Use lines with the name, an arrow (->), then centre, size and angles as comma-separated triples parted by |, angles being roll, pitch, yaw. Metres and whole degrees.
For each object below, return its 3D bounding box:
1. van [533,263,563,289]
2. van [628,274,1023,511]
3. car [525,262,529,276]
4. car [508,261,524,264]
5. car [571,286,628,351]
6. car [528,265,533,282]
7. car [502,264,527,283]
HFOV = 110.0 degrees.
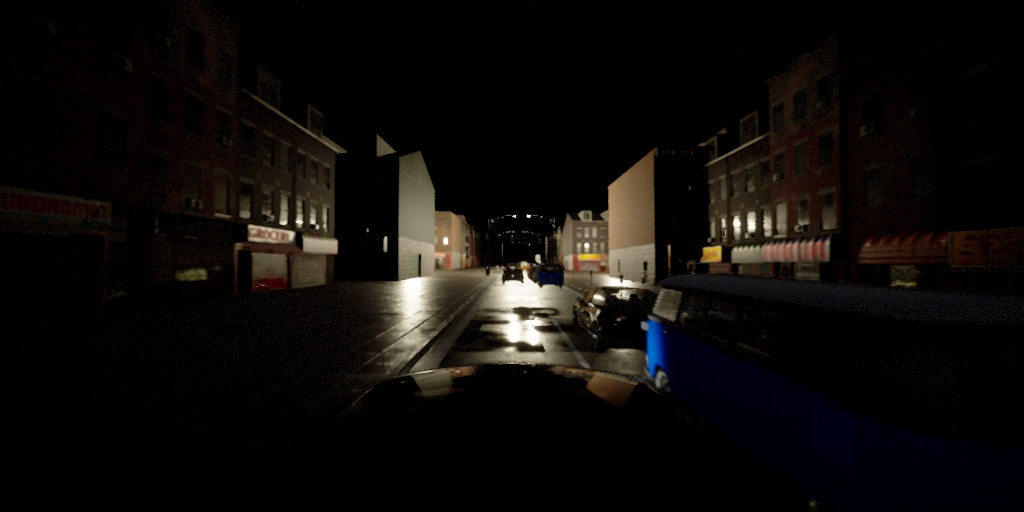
van -> 2.638, 1.374, 25.598 | 1.690, 1.789, 3.998 | 0, 0, 0
van -> 2.638, 1.111, 3.439 | 1.690, 1.789, 3.998 | 0, 0, 0
car -> 2.637, 1.613, 36.679 | 1.967, 1.591, 4.097 | 0, 0, 0
car -> 0.084, 1.613, 43.491 | 2.097, 1.767, 4.553 | 0, -1, 0
car -> 2.638, 1.400, 8.979 | 1.948, 1.339, 4.313 | 0, 0, 0
car -> 2.637, 1.628, 31.309 | 1.751, 1.417, 4.829 | 0, 0, 0
car -> 0.089, 1.683, 32.403 | 1.994, 1.385, 4.181 | 0, -1, 1
